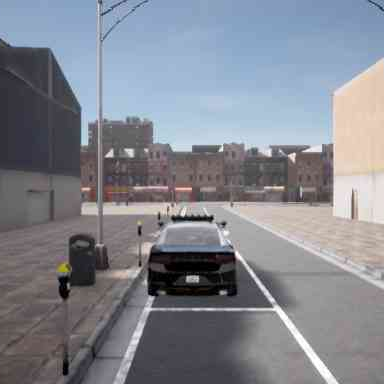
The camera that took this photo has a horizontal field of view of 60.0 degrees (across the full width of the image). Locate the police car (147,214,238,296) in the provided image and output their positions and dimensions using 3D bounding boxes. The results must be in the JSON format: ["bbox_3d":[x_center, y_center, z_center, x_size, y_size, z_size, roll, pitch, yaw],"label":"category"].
[{"bbox_3d":[0.012,1.414,8.761,1.930,1.638,5.238,0,0,0],"label":"police car"}]
